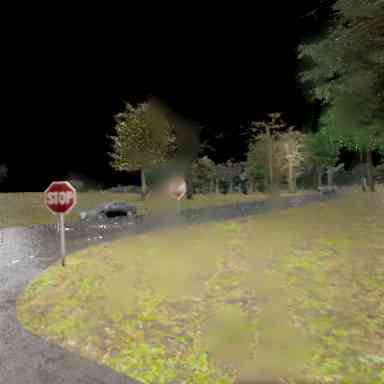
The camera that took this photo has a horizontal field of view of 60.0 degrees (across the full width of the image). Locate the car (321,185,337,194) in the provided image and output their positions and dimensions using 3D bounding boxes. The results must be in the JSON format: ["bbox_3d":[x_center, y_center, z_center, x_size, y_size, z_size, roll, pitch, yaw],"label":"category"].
[{"bbox_3d":[27.847,-0.531,66.665,2.097,1.767,4.553,-3,0,27],"label":"car"}]

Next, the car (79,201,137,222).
[{"bbox_3d":[-6.378,1.445,25.624,2.128,1.511,4.902,-3,-1,34],"label":"car"}]

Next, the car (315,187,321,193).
[{"bbox_3d":[31.488,-0.580,80.981,2.033,1.411,5.357,-4,0,35],"label":"car"}]
